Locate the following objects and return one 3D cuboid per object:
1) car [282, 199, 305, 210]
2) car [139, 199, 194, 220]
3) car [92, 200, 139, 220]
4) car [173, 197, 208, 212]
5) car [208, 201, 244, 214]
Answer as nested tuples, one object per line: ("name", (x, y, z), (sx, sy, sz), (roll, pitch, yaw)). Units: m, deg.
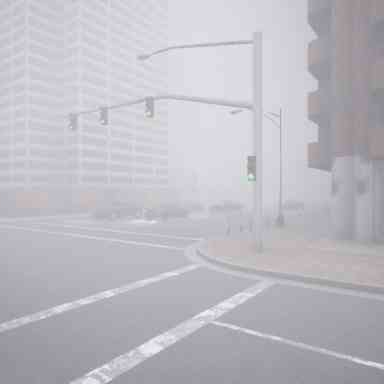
("car", (13.209, 1.564, 43.283), (1.994, 1.385, 4.181), (0, 0, 35))
("car", (-2.082, 1.564, 27.899), (1.994, 1.385, 4.181), (0, 0, 35))
("car", (-6.192, 1.505, 28.138), (1.837, 1.490, 4.892), (0, 0, 35))
("car", (-0.474, 1.564, 36.265), (1.994, 1.385, 4.181), (0, 0, 35))
("car", (3.788, 1.601, 36.235), (1.895, 1.301, 4.718), (0, 0, 35))
